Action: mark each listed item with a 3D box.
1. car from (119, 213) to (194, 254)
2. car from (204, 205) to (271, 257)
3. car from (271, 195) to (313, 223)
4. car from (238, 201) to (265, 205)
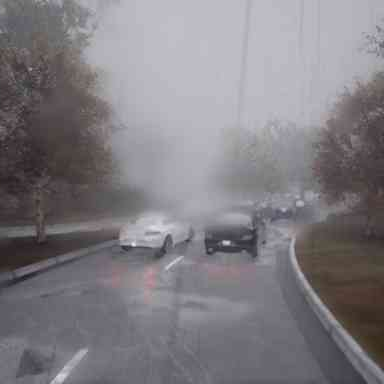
[{"bbox_3d":[-1.354,1.599,13.981,1.812,1.442,4.674,0,0,18],"label":"car"},{"bbox_3d":[1.921,1.543,13.543,1.882,1.535,5.008,0,0,18],"label":"car"},{"bbox_3d":[7.814,1.332,25.728,2.097,1.767,4.553,0,0,34],"label":"car"},{"bbox_3d":[5.107,1.504,27.530,1.837,1.490,4.892,0,1,35],"label":"car"}]
